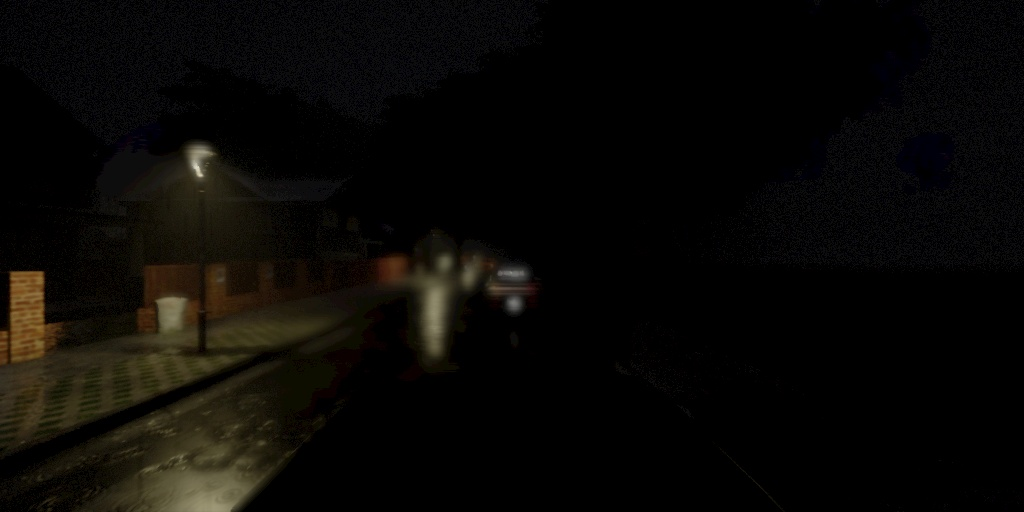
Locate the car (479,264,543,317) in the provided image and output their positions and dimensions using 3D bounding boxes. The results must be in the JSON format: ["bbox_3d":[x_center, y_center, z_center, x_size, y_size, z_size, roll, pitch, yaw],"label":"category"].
[{"bbox_3d":[0.077,1.204,13.065,2.128,1.511,4.902,0,0,0],"label":"car"}]

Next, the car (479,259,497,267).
[{"bbox_3d":[-2.854,1.108,43.563,1.882,1.535,5.008,0,0,0],"label":"car"}]
